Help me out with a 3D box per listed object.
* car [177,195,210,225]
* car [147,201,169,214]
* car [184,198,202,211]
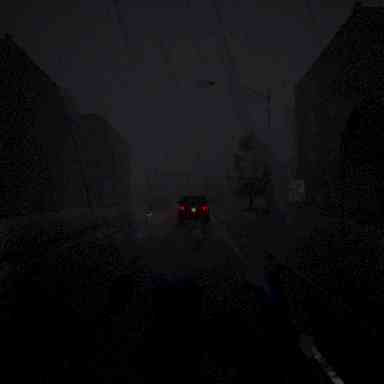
[{"bbox_3d":[0.103,1.251,24.198,2.150,2.045,5.566,0,0,0],"label":"car"},{"bbox_3d":[-3.506,1.589,34.993,1.994,1.385,4.181,0,0,0],"label":"car"},{"bbox_3d":[0.105,1.511,41.746,2.128,1.511,4.902,0,0,0],"label":"car"}]
